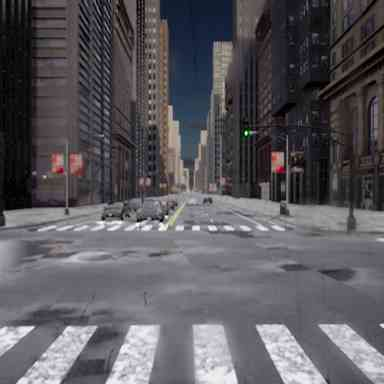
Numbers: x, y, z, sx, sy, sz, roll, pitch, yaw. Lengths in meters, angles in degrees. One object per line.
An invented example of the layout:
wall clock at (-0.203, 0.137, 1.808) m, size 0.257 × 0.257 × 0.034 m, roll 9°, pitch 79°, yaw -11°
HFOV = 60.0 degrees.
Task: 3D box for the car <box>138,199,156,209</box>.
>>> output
car at (-6.641, 1.734, 49.827) m, size 2.033 × 1.411 × 5.357 m, roll 0°, pitch 0°, yaw 0°

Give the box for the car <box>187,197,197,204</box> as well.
car at (0.028, 1.782, 69.621) m, size 2.033 × 1.411 × 5.357 m, roll 0°, pitch 0°, yaw 0°

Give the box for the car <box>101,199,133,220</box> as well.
car at (-6.631, 1.620, 29.376) m, size 1.837 × 1.490 × 4.892 m, roll 0°, pitch 0°, yaw 0°

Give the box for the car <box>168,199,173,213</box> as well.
car at (-3.389, 1.666, 36.262) m, size 1.812 × 1.442 × 4.674 m, roll 0°, pitch 0°, yaw 0°

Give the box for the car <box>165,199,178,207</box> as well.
car at (-3.372, 1.807, 56.302) m, size 1.895 × 1.301 × 4.718 m, roll 0°, pitch 0°, yaw 0°

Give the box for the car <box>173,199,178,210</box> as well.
car at (-3.387, 1.740, 46.286) m, size 1.994 × 1.385 × 4.181 m, roll 0°, pitch 0°, yaw 0°

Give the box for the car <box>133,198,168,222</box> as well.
car at (-3.319, 1.461, 27.479) m, size 2.097 × 1.767 × 4.553 m, roll 0°, pitch 0°, yaw -2°

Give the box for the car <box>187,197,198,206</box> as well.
car at (0.034, 1.738, 58.741) m, size 1.812 × 1.442 × 4.674 m, roll 0°, pitch 0°, yaw 0°

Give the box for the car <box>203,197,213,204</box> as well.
car at (3.277, 1.740, 69.713) m, size 1.837 × 1.490 × 4.892 m, roll 0°, pitch 0°, yaw 0°
